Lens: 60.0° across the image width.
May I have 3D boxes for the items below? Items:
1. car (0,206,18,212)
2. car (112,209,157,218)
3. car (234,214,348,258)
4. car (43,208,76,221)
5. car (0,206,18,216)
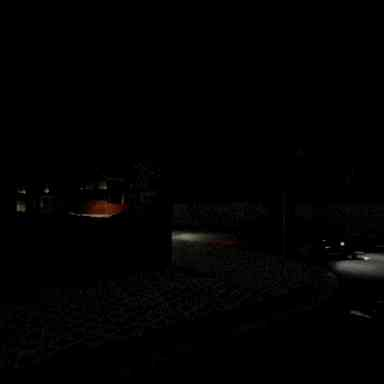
[{"bbox_3d":[-24.109,2.408,42.550,5.357,1.411,2.033,-2,-1,42],"label":"car"},{"bbox_3d":[-3.683,1.955,22.910,1.882,1.535,5.008,-1,0,-43],"label":"car"},{"bbox_3d":[3.949,1.709,14.037,1.837,1.490,4.892,-1,-1,-40],"label":"car"},{"bbox_3d":[-12.913,2.293,32.323,4.892,1.490,1.837,-2,-1,43],"label":"car"},{"bbox_3d":[-28.567,2.876,50.619,5.357,1.411,2.033,-2,-1,45],"label":"car"}]
